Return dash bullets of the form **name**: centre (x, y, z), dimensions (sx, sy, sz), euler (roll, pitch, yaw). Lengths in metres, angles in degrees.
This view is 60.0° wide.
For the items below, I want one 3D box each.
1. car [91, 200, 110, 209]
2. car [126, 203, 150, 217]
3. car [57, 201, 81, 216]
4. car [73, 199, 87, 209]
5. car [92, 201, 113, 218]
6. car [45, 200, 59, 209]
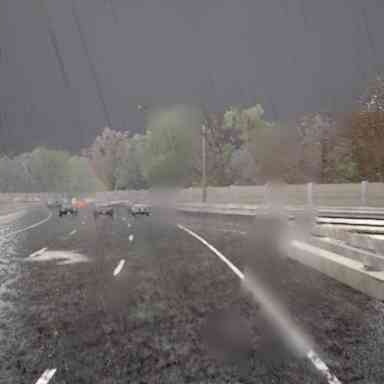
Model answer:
- **car**: centre (-15.758, 2.158, 57.212), dimensions (1.994, 1.385, 4.181), euler (0, -1, -31)
- **car**: centre (-5.862, 1.893, 35.846), dimensions (2.033, 1.411, 5.357), euler (0, -1, -20)
- **car**: centre (-14.265, 2.025, 38.286), dimensions (1.895, 1.301, 4.718), euler (0, -1, -22)
- **car**: centre (-19.202, 1.961, 56.138), dimensions (2.097, 1.767, 4.553), euler (0, -1, -31)
- **car**: centre (-9.485, 1.857, 35.258), dimensions (2.128, 1.511, 4.902), euler (0, -1, -19)
- **car**: centre (-23.875, 2.140, 57.075), dimensions (2.128, 1.511, 4.902), euler (0, -1, -33)
